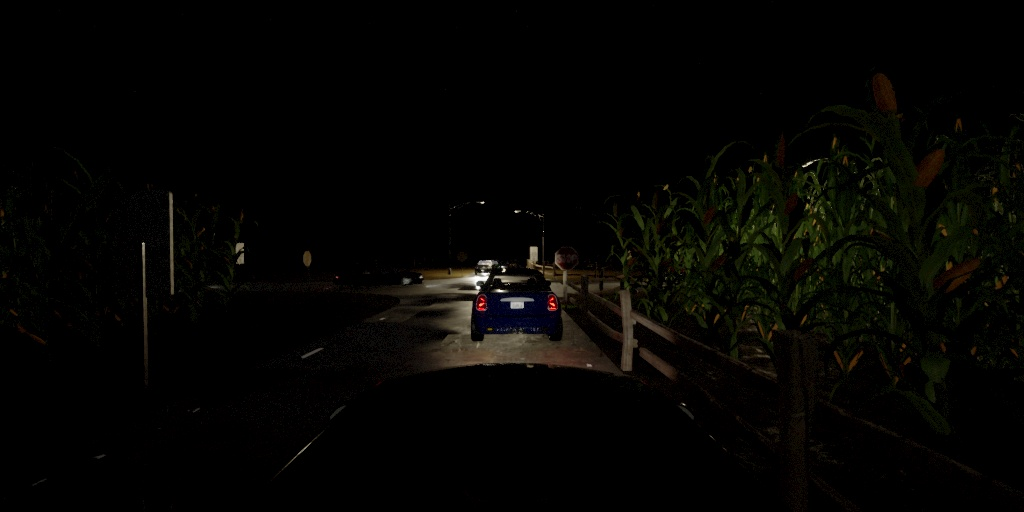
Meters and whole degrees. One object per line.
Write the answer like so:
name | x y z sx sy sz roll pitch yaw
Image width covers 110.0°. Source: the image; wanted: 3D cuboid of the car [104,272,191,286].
car | -22.867 1.305 22.511 4.892 1.490 1.837 -1 1 0

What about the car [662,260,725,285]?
car | 12.542 1.062 25.337 4.553 1.767 2.097 0 1 -2

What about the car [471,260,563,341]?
car | 0.059 1.098 9.993 2.097 1.767 4.553 0 0 -2

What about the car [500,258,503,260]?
car | -2.711 1.259 58.234 1.994 1.385 4.181 0 0 -1

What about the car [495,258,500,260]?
car | -2.810 1.211 38.158 2.128 1.511 4.902 0 0 2

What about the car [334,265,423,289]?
car | -8.549 1.307 23.303 5.357 1.411 2.033 0 1 -12
